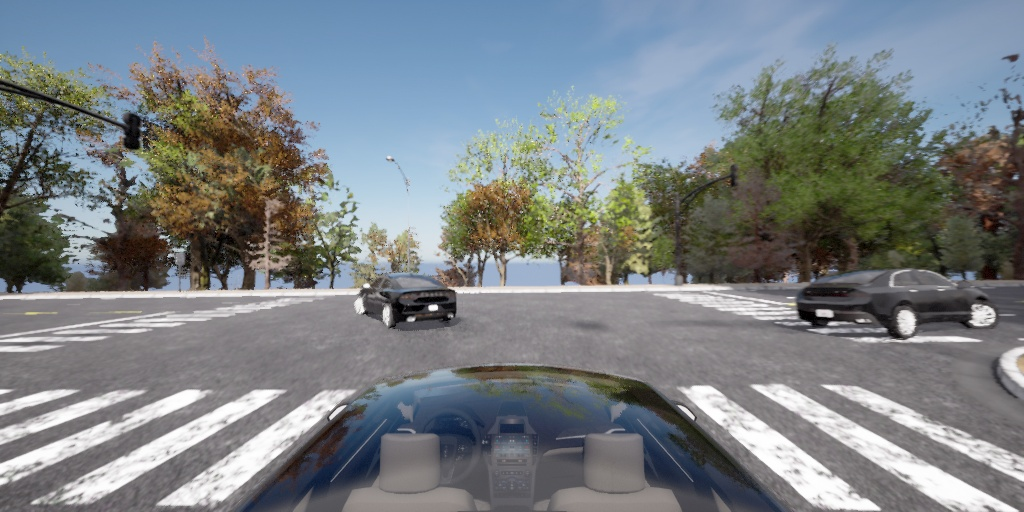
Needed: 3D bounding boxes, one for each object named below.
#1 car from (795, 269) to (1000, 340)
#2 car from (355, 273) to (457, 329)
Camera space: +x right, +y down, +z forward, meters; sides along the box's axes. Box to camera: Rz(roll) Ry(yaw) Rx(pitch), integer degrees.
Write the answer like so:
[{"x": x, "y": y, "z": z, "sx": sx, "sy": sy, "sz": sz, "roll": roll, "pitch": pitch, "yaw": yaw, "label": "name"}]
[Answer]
[{"x": 9.488, "y": 1.060, "z": 8.960, "sx": 4.892, "sy": 1.490, "sz": 1.837, "roll": 0, "pitch": -5, "yaw": -17, "label": "car"}, {"x": -3.638, "y": 1.310, "z": 11.825, "sx": 1.882, "sy": 1.535, "sz": 5.008, "roll": 1, "pitch": -2, "yaw": -37, "label": "car"}]
